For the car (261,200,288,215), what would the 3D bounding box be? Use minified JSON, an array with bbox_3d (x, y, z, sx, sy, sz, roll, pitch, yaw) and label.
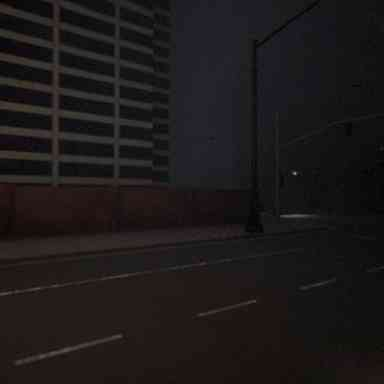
[{"bbox_3d":[8.311,1.670,36.832,1.837,1.490,4.892,0,0,-36],"label":"car"}]
